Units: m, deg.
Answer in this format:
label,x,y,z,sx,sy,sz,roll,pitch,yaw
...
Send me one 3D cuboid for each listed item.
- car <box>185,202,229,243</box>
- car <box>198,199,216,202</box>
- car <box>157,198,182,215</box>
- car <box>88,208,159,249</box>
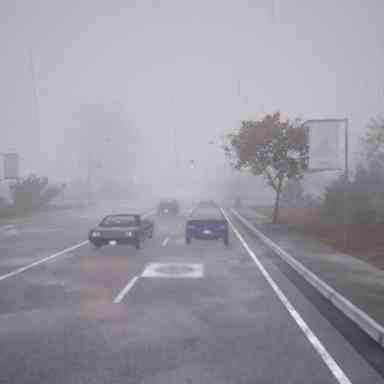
label,x,y,z,sx,sy,sz,roll,pitch,yaw
car,0.719,1.474,16.096,1.882,1.535,5.008,0,0,2
car,1.448,1.374,32.373,1.994,1.385,4.181,0,1,3
car,-2.109,1.323,31.181,1.837,1.490,4.892,0,1,3
car,-2.855,1.593,14.603,1.895,1.301,4.718,0,0,2
